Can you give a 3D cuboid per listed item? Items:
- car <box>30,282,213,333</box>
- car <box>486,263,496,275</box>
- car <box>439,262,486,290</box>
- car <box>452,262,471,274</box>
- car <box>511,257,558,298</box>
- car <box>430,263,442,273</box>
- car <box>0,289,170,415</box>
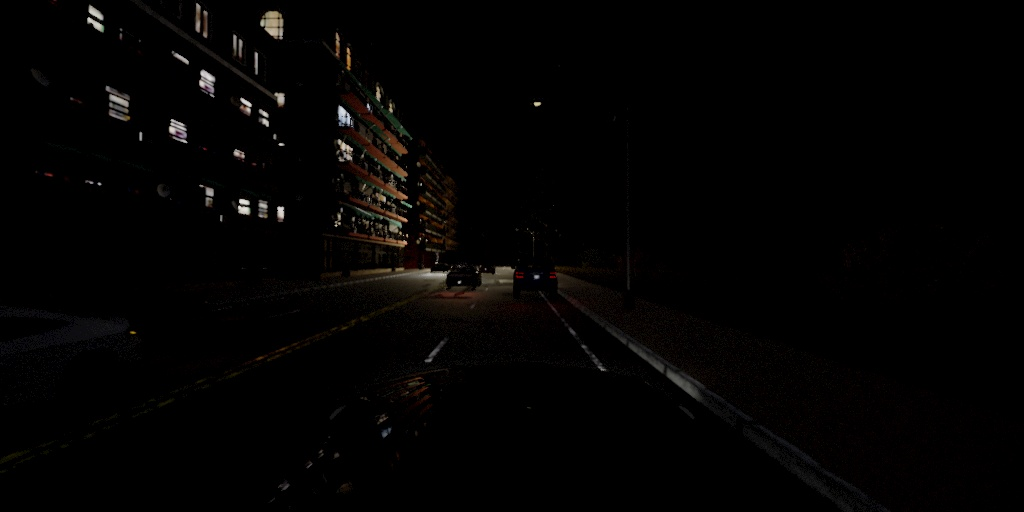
[{"bbox_3d":[-9.850,1.337,8.265,2.033,1.411,5.357,0,0,0],"label":"car"},{"bbox_3d":[-3.128,1.563,44.519,1.994,1.385,4.181,0,0,0],"label":"car"},{"bbox_3d":[-3.140,1.373,23.913,2.128,1.511,4.902,0,0,0],"label":"car"},{"bbox_3d":[-6.576,1.538,46.692,1.812,1.442,4.674,0,0,0],"label":"car"},{"bbox_3d":[1.145,1.079,19.310,2.150,2.045,5.566,0,0,0],"label":"car"},{"bbox_3d":[-9.824,1.626,49.017,1.895,1.301,4.718,0,0,0],"label":"car"},{"bbox_3d":[-6.599,1.287,3.590,1.812,1.442,4.674,0,0,0],"label":"car"}]
